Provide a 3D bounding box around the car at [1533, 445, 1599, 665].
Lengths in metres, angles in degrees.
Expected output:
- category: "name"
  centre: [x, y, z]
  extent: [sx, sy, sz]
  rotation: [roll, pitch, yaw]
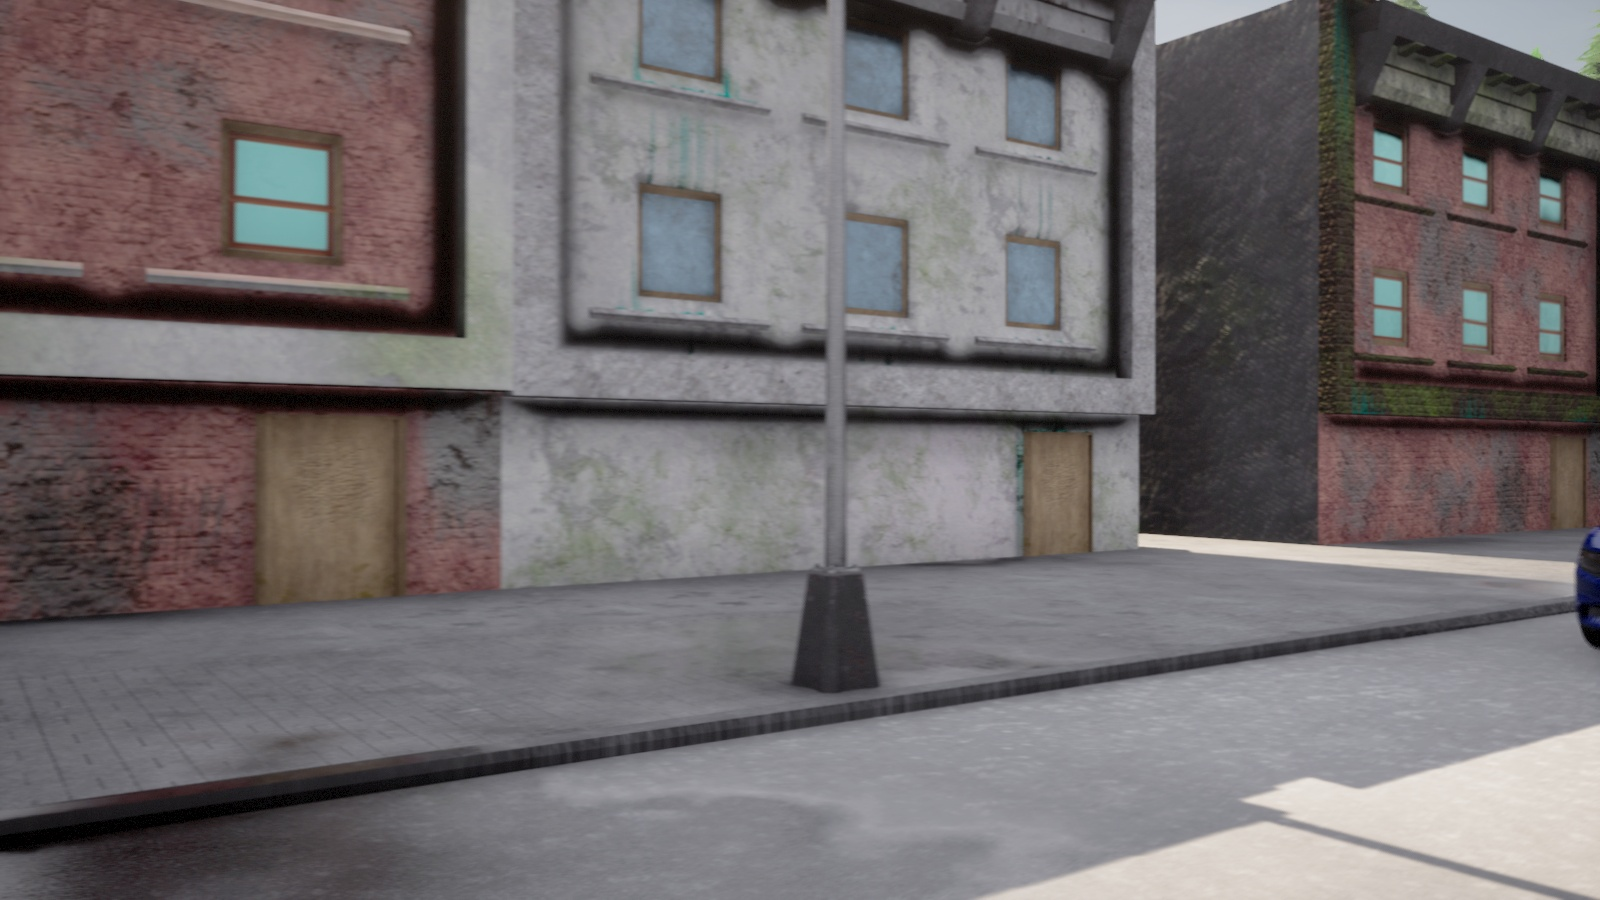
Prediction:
- category: "car"
  centre: [7.923, 0.730, 9.798]
  extent: [5.008, 1.535, 1.882]
  rotation: [0, 0, -35]
